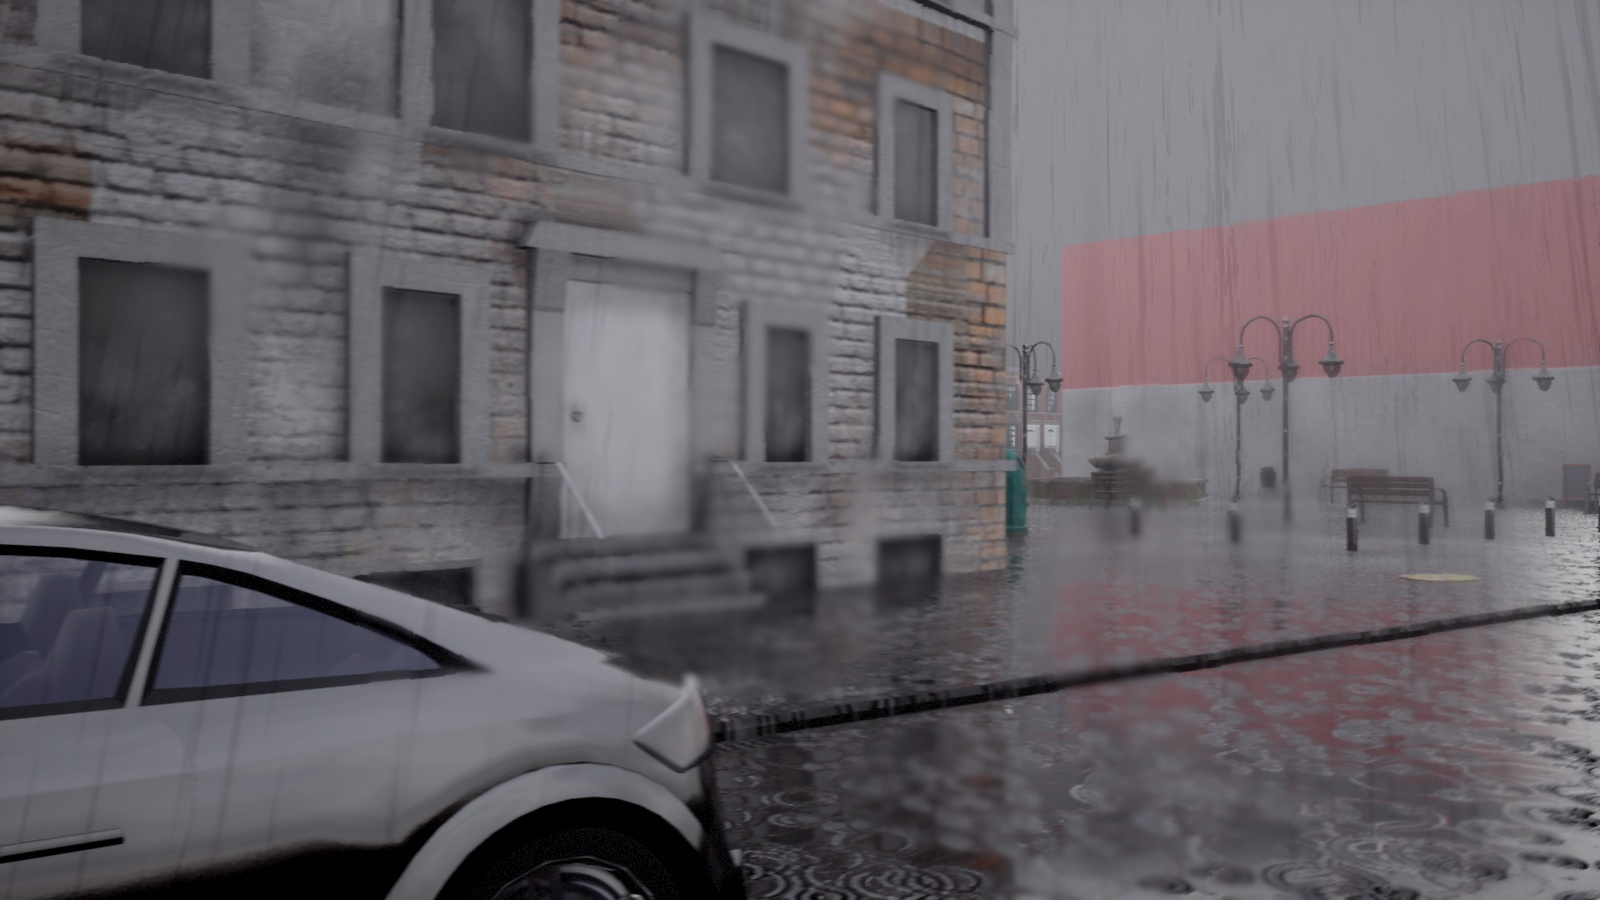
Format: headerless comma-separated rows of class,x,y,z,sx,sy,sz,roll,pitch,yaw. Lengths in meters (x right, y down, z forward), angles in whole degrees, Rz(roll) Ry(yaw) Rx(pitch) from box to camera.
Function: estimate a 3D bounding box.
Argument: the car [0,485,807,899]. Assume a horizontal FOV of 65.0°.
car,-2.270,0.820,2.688,4.181,1.385,1.994,0,0,-35
